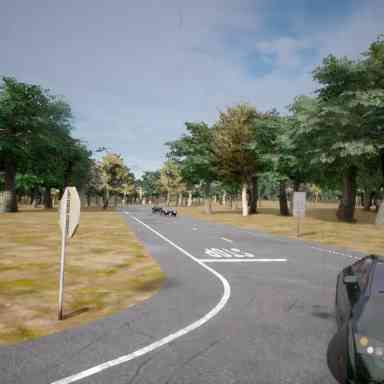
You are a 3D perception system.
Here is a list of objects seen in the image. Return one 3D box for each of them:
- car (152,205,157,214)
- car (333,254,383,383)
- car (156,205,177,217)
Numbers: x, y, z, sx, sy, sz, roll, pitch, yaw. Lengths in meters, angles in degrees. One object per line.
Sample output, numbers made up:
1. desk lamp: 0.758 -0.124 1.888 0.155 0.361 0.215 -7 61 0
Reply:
1. car: -5.751 2.962 56.899 1.882 1.535 5.008 3 -2 -14
2. car: 3.130 1.643 4.656 1.994 1.385 4.181 1 -1 22
3. car: -3.489 2.851 48.054 1.895 1.301 4.718 3 -2 -13
